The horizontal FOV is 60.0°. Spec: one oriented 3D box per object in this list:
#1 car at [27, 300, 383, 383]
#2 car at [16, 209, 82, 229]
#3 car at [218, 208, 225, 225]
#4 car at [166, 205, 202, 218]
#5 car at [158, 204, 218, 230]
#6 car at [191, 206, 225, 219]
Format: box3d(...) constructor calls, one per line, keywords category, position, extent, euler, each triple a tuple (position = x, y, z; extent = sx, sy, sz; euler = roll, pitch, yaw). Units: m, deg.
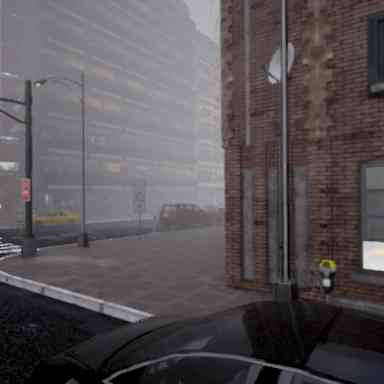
box3d(category="car", position=(0.547, 1.571, 2.486), extent=(4.313, 1.339, 1.947), euler=(0, 0, 36))
box3d(category="car", position=(-10.696, 1.967, 25.189), extent=(1.752, 1.417, 4.829), euler=(-2, -2, 35))
box3d(category="car", position=(2.774, 2.129, 29.867), extent=(1.887, 1.381, 4.507), euler=(-2, -2, 35))
box3d(category="car", position=(-0.848, 2.298, 39.244), extent=(1.887, 1.381, 4.507), euler=(-2, -2, 35))
box3d(category="car", position=(-0.478, 1.797, 25.236), extent=(2.192, 1.841, 5.009), euler=(-2, -2, 35))
box3d(category="car", position=(1.888, 2.315, 38.600), extent=(1.994, 1.385, 4.181), euler=(-1, -1, 35))
